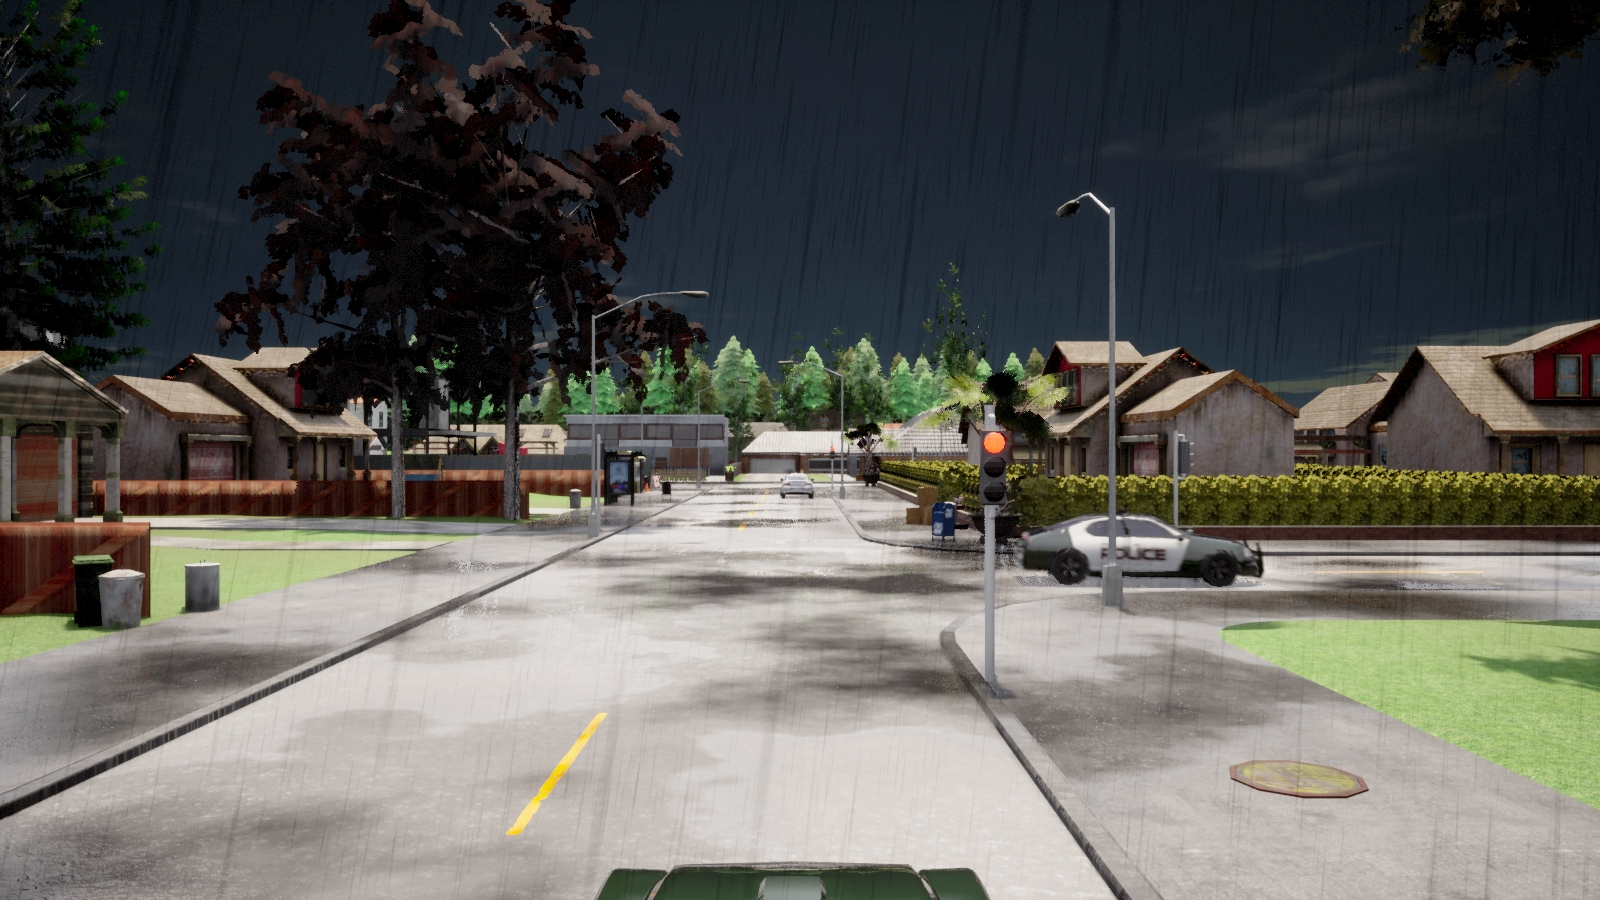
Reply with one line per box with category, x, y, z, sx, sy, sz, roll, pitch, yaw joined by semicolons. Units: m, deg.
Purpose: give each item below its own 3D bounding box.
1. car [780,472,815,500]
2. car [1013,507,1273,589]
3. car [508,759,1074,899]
car;-0.164;2.081;66.907;2.002;1.442;4.674;0;0;0
car;7.139;2.038;24.263;4.974;1.542;2.038;0;0;5
car;-0.028;2.155;3.193;1.895;1.301;4.718;0;0;0
